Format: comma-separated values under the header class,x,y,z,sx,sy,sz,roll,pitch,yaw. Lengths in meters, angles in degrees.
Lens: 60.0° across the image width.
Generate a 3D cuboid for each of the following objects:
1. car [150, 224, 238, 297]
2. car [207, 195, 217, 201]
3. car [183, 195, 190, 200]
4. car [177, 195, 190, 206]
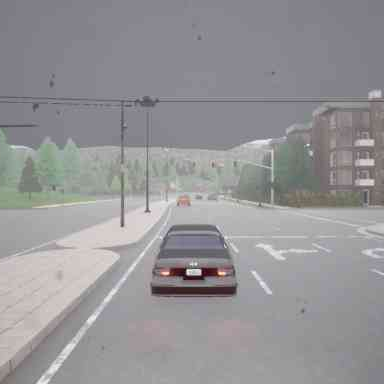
class,x,y,z,sx,sy,sz,roll,pitch,yaw
car,0.042,1.547,8.736,2.033,1.411,5.357,0,0,0
car,5.475,1.539,85.353,2.033,1.411,5.357,0,0,0
car,-1.548,1.524,95.484,1.812,1.442,4.674,0,0,0
car,-1.359,1.352,54.481,2.097,1.767,4.553,0,0,-1
